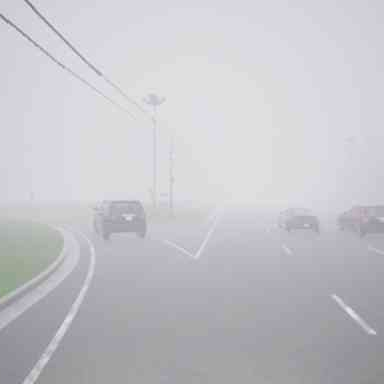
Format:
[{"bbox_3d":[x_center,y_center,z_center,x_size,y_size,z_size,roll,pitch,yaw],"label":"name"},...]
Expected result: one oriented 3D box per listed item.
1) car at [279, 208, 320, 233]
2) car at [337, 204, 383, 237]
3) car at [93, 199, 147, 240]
[{"bbox_3d":[6.538,1.682,20.563,1.812,1.442,4.674,0,-1,7],"label":"car"},{"bbox_3d":[9.857,1.469,18.822,2.097,1.767,4.553,0,-1,7],"label":"car"},{"bbox_3d":[-4.153,1.432,18.690,2.150,2.045,5.566,0,-1,-23],"label":"car"}]
